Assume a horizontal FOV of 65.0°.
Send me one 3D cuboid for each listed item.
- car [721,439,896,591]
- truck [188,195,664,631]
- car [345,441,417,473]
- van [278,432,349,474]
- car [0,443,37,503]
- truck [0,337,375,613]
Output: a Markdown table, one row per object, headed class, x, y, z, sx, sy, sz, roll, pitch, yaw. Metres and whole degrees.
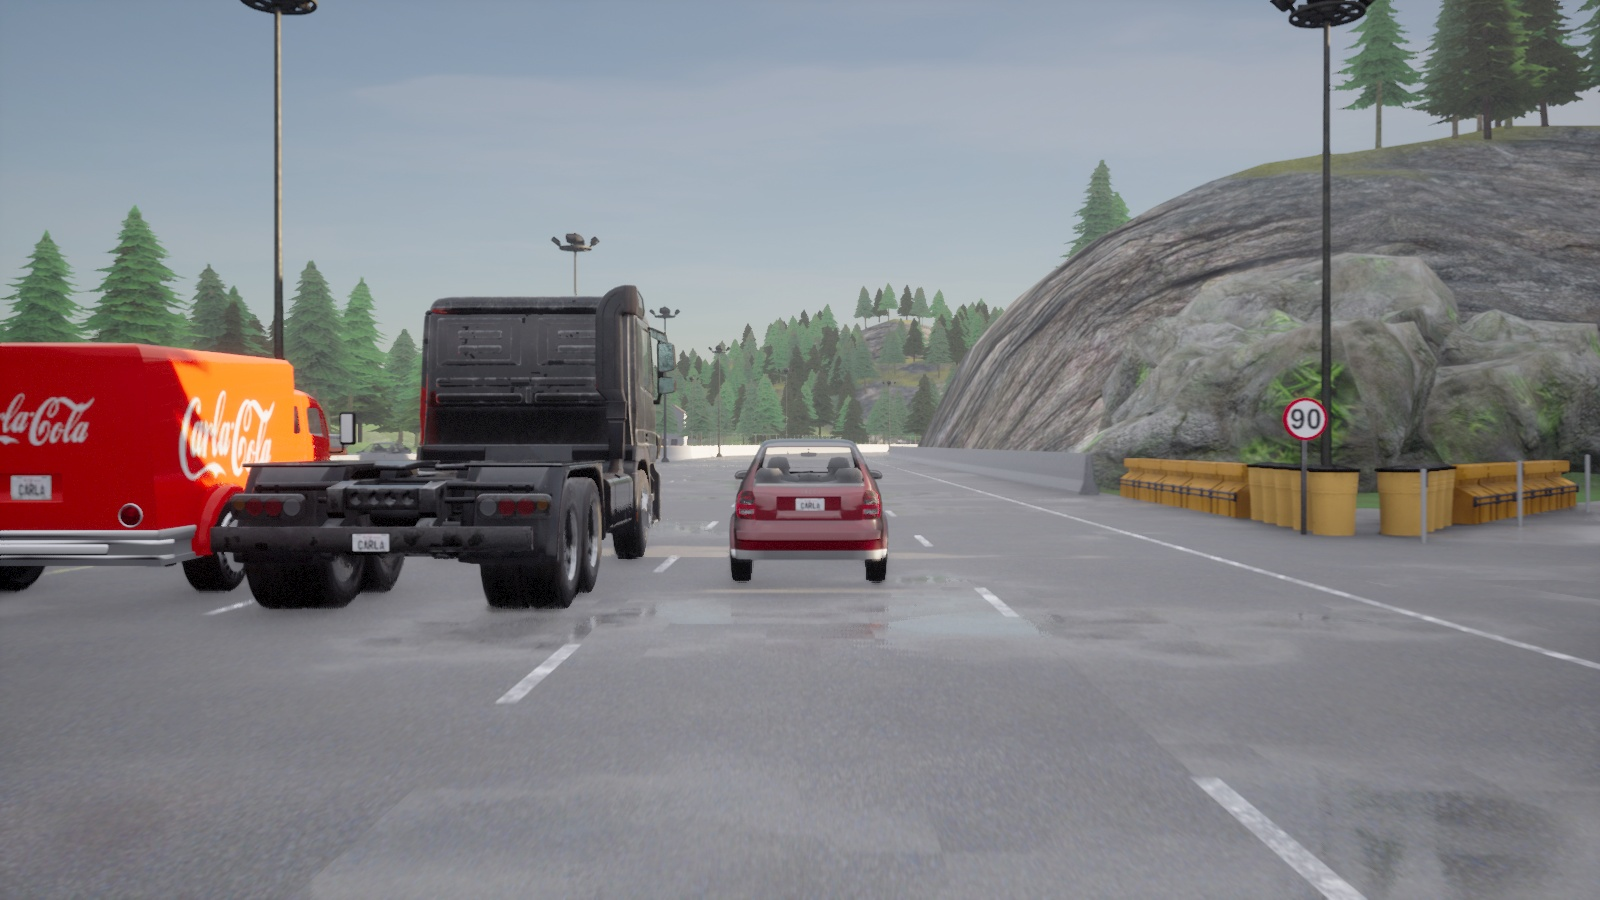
| class | x | y | z | sx | sy | sz | roll | pitch | yaw |
| --- | --- | --- | --- | --- | --- | --- | --- | --- | --- |
| car | 0.100 | 0.645 | 14.728 | 1.789 | 1.549 | 3.705 | 0 | 1 | 0 |
| truck | -3.404 | -0.316 | 13.968 | 2.891 | 3.462 | 7.936 | 0 | 0 | 0 |
| car | -20.630 | 0.330 | 62.050 | 2.007 | 1.525 | 4.514 | 0 | 0 | 0 |
| van | -24.127 | 0.131 | 62.456 | 1.775 | 1.987 | 4.442 | 0 | 0 | 0 |
| car | -20.812 | 0.566 | 30.268 | 1.837 | 1.490 | 4.892 | 0 | 0 | 0 |
| truck | -6.905 | 0.185 | 13.849 | 2.627 | 2.467 | 5.204 | 0 | 1 | 0 |
